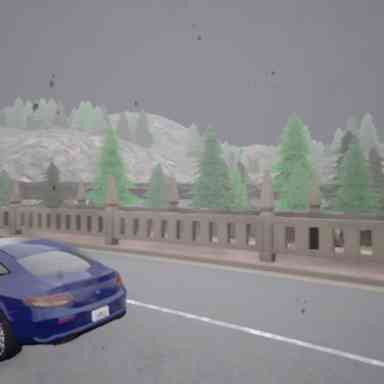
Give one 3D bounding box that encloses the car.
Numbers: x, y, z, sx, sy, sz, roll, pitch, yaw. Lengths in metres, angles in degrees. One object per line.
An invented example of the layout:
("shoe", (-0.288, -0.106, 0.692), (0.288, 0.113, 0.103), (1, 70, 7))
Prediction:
("car", (-3.221, 1.521, 5.826), (4.674, 1.442, 1.812), (0, 0, 32))
